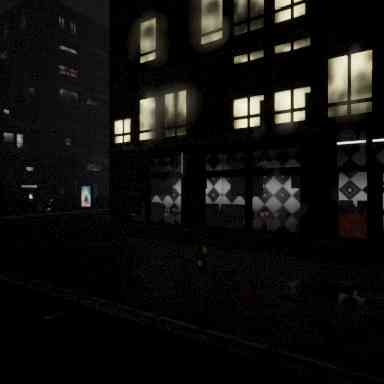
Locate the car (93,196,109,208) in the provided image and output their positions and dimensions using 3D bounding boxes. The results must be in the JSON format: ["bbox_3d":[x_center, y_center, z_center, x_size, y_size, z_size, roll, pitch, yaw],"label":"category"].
[{"bbox_3d":[-9.837,1.072,38.210,1.947,1.339,4.313,1,2,35],"label":"car"}]

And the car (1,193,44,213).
[{"bbox_3d":[-16.185,1.029,29.106,2.192,1.841,5.009,1,2,35],"label":"car"}]

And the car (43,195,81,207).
[{"bbox_3d":[-16.745,1.074,42.954,1.802,1.307,4.206,1,2,35],"label":"car"}]

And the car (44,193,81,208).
[{"bbox_3d":[-15.676,0.883,39.983,2.097,1.767,4.553,0,1,35],"label":"car"}]
